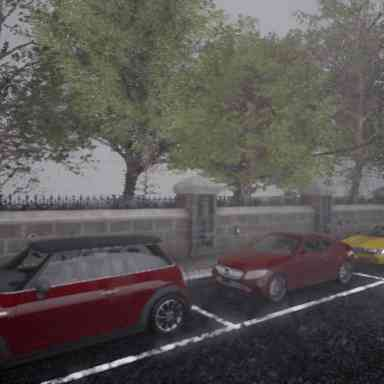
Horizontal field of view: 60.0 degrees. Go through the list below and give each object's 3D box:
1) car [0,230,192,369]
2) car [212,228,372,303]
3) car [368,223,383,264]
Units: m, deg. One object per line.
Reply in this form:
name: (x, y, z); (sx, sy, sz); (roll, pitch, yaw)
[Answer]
car: (-2.078, 1.451, 5.074); (4.097, 1.590, 1.967); (1, 0, -35)
car: (2.431, 1.645, 8.290); (4.206, 1.307, 1.802); (1, 0, -35)
car: (6.802, 1.640, 11.406); (4.829, 1.417, 1.752); (1, 0, -35)
